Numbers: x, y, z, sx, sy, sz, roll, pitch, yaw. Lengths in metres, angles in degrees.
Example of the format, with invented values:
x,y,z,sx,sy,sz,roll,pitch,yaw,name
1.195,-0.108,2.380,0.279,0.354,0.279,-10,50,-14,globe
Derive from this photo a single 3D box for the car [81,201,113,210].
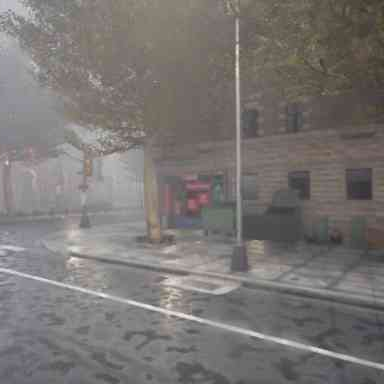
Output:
x,y,z,sx,sy,sz,roll,pitch,yaw,name
-14.521,2.017,50.981,1.895,1.301,4.718,-1,0,36,car
